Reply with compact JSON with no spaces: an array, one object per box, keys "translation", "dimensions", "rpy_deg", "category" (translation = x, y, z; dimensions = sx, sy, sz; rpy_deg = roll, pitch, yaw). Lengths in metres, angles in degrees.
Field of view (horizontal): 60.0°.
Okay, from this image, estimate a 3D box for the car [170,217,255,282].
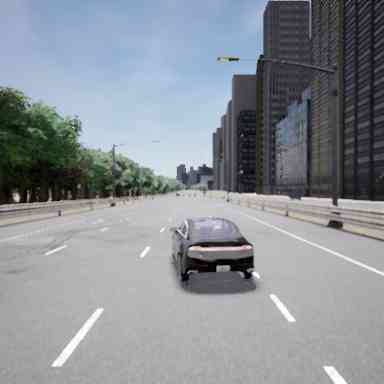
[{"translation":[0.433,1.492,9.848],"dimensions":[2.128,1.511,4.902],"rpy_deg":[0,0,-6],"category":"car"}]
